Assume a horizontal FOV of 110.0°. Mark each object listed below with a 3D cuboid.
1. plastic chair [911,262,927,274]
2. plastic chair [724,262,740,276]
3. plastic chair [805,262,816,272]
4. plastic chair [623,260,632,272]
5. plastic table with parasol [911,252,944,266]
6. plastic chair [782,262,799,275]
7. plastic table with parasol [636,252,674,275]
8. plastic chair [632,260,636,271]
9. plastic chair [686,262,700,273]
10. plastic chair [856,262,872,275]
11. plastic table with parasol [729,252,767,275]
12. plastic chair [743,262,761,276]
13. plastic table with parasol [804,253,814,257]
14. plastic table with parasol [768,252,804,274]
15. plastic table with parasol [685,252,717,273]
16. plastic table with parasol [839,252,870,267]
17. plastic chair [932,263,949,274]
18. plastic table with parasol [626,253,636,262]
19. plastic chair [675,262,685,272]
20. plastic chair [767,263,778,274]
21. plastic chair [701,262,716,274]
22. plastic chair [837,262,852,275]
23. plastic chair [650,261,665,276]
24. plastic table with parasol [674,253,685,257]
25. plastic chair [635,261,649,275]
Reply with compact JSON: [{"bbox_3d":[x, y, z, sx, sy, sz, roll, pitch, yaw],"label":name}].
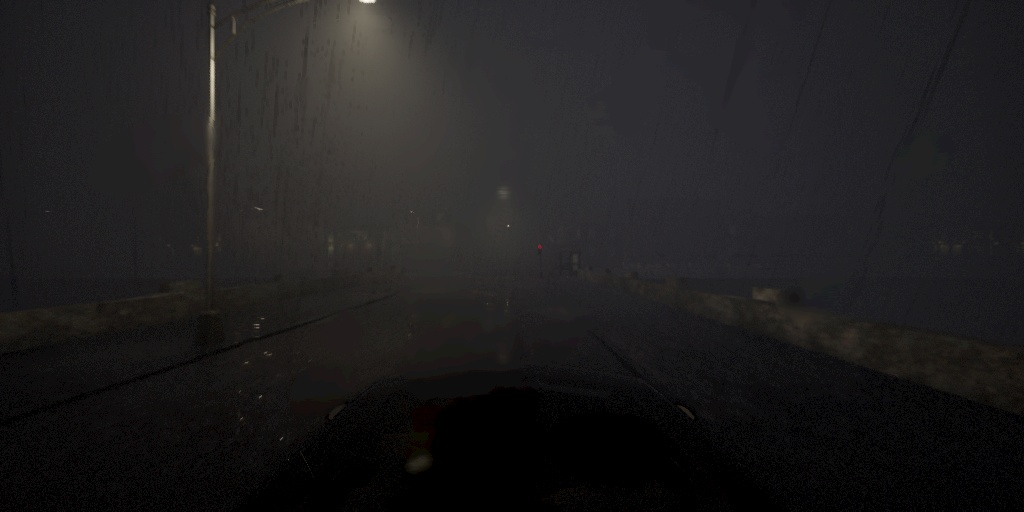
[{"bbox_3d":[46.787,1.403,41.322,0.730,1.272,0.750,0,0,0],"label":"plastic chair"},{"bbox_3d":[22.588,1.388,36.818,0.730,1.272,0.750,0,0,0],"label":"plastic chair"},{"bbox_3d":[37.387,1.414,44.920,0.750,1.272,0.730,0,0,0],"label":"plastic chair"},{"bbox_3d":[14.687,1.416,46.117,0.730,1.272,0.750,0,0,0],"label":"plastic chair"},{"bbox_3d":[47.987,0.799,41.422,2.482,2.480,2.482,0,0,0],"label":"plastic table with parasol"},{"bbox_3d":[30.488,1.396,39.319,0.750,1.272,0.730,0,0,0],"label":"plastic chair"},{"bbox_3d":[15.158,0.788,38.177,2.482,2.480,2.482,0,0,0],"label":"plastic table with parasol"},{"bbox_3d":[15.787,1.412,44.717,0.750,1.272,0.730,0,0,0],"label":"plastic chair"},{"bbox_3d":[21.687,1.407,43.018,0.730,1.272,0.750,0,0,0],"label":"plastic chair"},{"bbox_3d":[37.788,1.393,38.320,0.750,1.272,0.730,0,0,0],"label":"plastic chair"},{"bbox_3d":[23.788,0.784,36.768,2.482,2.480,2.482,0,0,0],"label":"plastic table with parasol"},{"bbox_3d":[23.688,1.384,35.418,0.750,1.272,0.730,0,0,0],"label":"plastic chair"},{"bbox_3d":[37.417,0.814,46.380,2.482,2.480,2.482,0,0,0],"label":"plastic table with parasol"},{"bbox_3d":[30.497,0.796,40.599,2.482,2.480,2.482,0,0,0],"label":"plastic table with parasol"},{"bbox_3d":[22.887,0.803,42.968,2.482,2.480,2.482,0,0,0],"label":"plastic table with parasol"},{"bbox_3d":[37.778,0.794,39.630,2.482,2.480,2.482,0,0,0],"label":"plastic table with parasol"},{"bbox_3d":[47.887,1.399,39.922,0.750,1.272,0.730,0,0,0],"label":"plastic chair"},{"bbox_3d":[15.907,0.812,45.997,2.482,2.480,2.482,0,0,0],"label":"plastic table with parasol"},{"bbox_3d":[22.486,1.421,47.418,0.750,1.272,0.730,0,0,0],"label":"plastic chair"},{"bbox_3d":[29.319,1.400,40.716,0.730,1.272,0.750,0,0,-1],"label":"plastic chair"},{"bbox_3d":[22.787,1.403,41.618,0.750,1.272,0.730,0,0,0],"label":"plastic chair"},{"bbox_3d":[36.650,1.397,39.718,0.730,1.272,0.750,0,0,0],"label":"plastic chair"},{"bbox_3d":[14.988,1.388,36.917,0.750,1.272,0.730,0,0,0],"label":"plastic chair"},{"bbox_3d":[22.496,0.821,48.888,2.482,2.480,2.482,0,0,0],"label":"plastic table with parasol"},{"bbox_3d":[13.888,1.392,38.317,0.730,1.272,0.750,0,0,0],"label":"plastic chair"}]
